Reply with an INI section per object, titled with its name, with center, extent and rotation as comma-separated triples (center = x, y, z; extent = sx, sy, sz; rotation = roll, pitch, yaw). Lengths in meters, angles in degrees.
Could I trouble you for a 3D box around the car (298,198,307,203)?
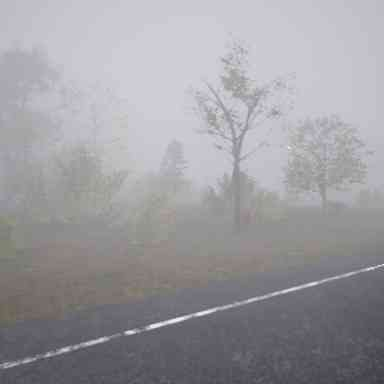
[car]
center = 19.008, 1.348, 61.735
extent = 1.812, 1.442, 4.674
rotation = 0, 0, -37
